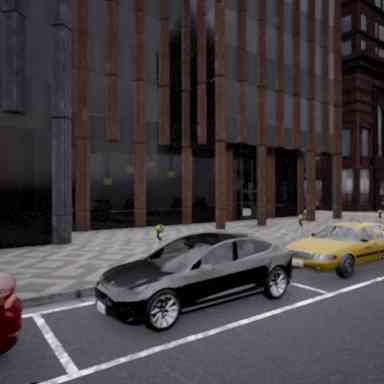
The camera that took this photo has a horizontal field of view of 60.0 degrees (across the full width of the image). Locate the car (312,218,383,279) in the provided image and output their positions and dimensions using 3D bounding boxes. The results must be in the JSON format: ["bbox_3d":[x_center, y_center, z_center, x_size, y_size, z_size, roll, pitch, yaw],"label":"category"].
[{"bbox_3d":[4.711,1.501,9.994,4.829,1.417,1.752,0,0,-35],"label":"car"}]

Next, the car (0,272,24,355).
[{"bbox_3d":[-4.338,1.549,3.560,4.507,1.381,1.887,0,0,-35],"label":"car"}]

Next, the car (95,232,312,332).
[{"bbox_3d":[0.256,1.555,6.826,4.313,1.339,1.947,0,0,-35],"label":"car"}]
